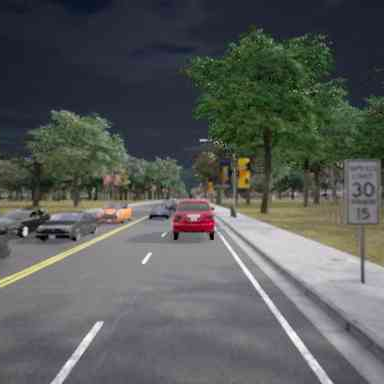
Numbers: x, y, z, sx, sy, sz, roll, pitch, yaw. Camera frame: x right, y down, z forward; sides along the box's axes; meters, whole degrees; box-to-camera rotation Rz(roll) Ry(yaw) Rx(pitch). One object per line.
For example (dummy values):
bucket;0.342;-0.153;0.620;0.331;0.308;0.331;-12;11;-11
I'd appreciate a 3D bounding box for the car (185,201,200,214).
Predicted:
car;0.091;2.006;44.454;1.882;1.535;5.008;0;-1;0

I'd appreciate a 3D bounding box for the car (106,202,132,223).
car;-6.506;1.688;28.476;2.097;1.767;4.553;0;-1;0

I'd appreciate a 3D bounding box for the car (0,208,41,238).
car;-9.776;1.730;19.250;1.837;1.490;4.892;0;-1;0

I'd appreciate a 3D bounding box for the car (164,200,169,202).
car;-3.172;1.907;46.743;2.097;1.767;4.553;0;-1;0

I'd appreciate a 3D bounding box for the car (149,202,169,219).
car;-3.151;1.961;33.486;1.994;1.385;4.181;0;-1;-1

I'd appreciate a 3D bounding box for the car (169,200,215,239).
car;0.107;1.442;18.896;2.150;2.045;5.566;0;-1;0

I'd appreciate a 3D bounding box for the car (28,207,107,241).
car;-6.538;1.760;18.242;2.033;1.411;5.357;0;-1;0

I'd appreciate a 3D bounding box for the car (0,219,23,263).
car;-6.590;1.642;8.103;2.033;1.411;5.357;0;-1;0
